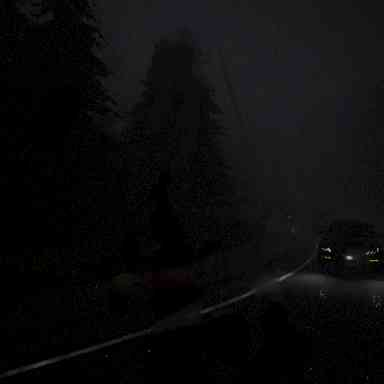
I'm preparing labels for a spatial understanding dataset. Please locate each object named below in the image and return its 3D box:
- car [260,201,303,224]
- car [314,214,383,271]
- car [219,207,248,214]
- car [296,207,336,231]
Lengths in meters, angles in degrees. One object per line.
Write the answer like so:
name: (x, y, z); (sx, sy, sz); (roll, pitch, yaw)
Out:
car: (8.382, 1.924, 32.525); (2.150, 2.045, 5.566); (0, -1, -7)
car: (5.771, 1.770, 12.109); (1.837, 1.490, 4.892); (0, -1, 26)
car: (6.132, 2.664, 49.792); (1.895, 1.301, 4.718); (1, -1, -35)
car: (8.715, 1.974, 22.068); (2.128, 1.511, 4.902); (0, -1, 5)
